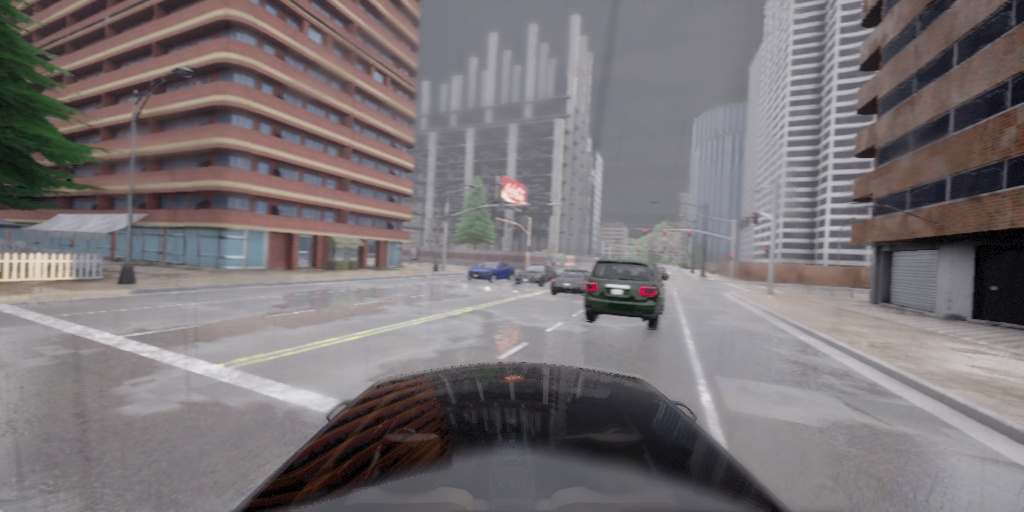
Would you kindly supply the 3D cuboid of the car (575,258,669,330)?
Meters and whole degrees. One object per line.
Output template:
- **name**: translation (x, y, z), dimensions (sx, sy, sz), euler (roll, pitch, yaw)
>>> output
- **car**: translation (4.042, 1.140, 12.382), dimensions (2.150, 2.045, 5.566), euler (3, 0, 25)

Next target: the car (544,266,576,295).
- **car**: translation (3.564, 1.437, 19.871), dimensions (1.994, 1.385, 4.181), euler (3, 0, 23)

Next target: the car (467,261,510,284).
- **car**: translation (-1.421, 1.088, 26.205), dimensions (1.882, 1.535, 5.008), euler (3, 0, 23)

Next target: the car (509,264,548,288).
- **car**: translation (1.787, 1.299, 24.822), dimensions (1.812, 1.442, 4.674), euler (3, 0, 23)
